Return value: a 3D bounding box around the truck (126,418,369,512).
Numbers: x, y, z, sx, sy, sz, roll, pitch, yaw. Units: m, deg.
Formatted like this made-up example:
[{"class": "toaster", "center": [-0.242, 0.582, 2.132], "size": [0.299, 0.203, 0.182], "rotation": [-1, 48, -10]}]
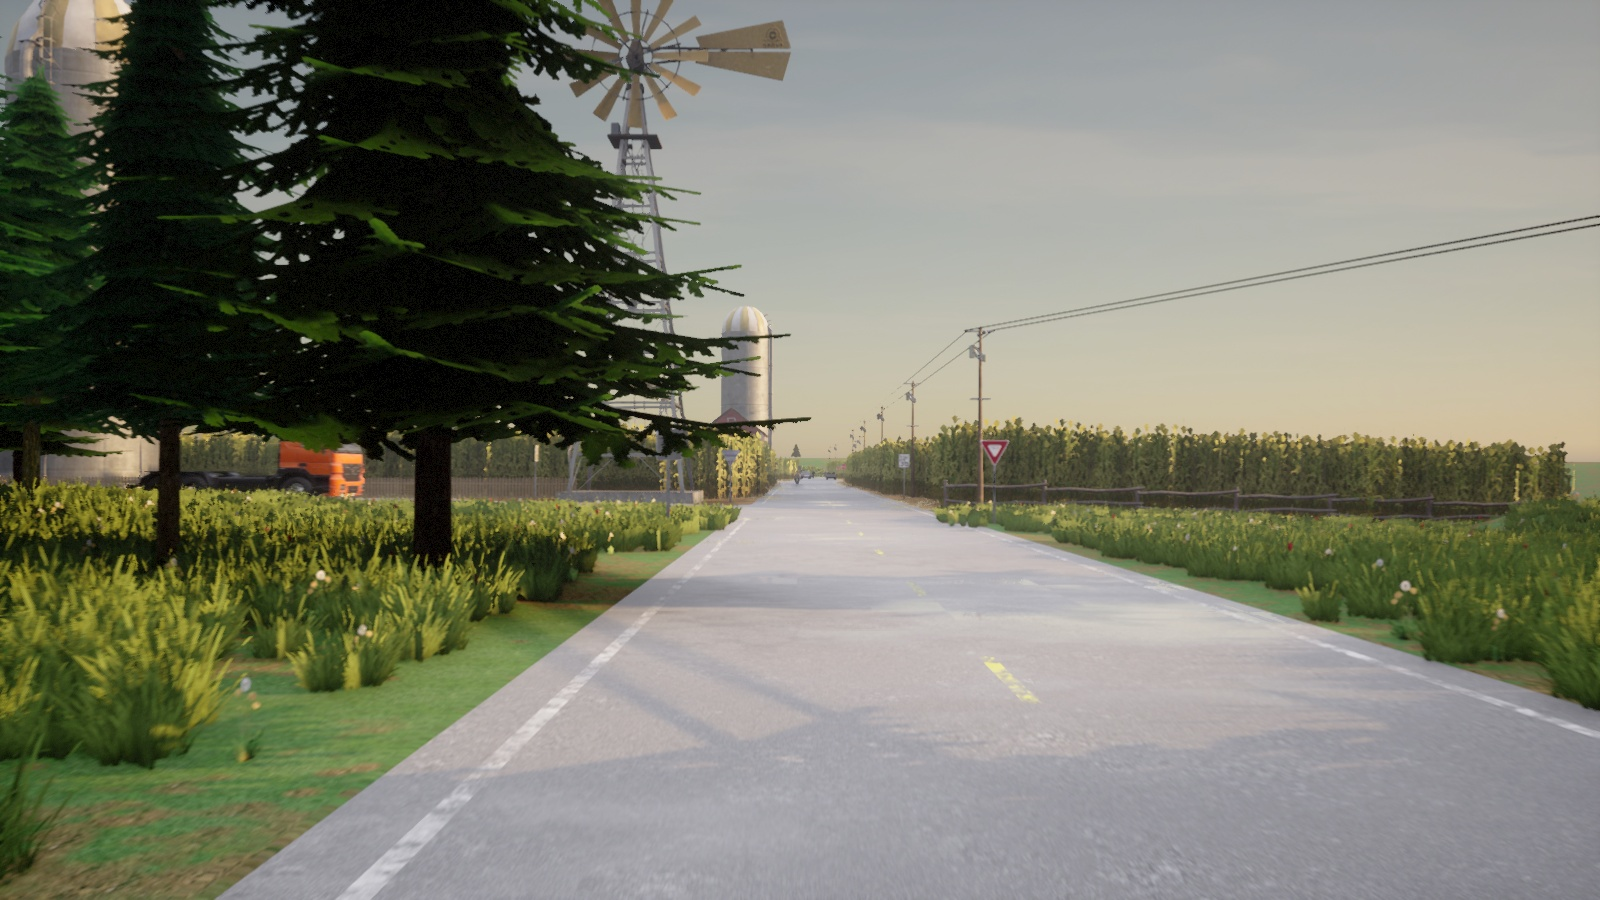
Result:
[{"class": "truck", "center": [-20.890, 0.576, 47.792], "size": [7.936, 3.462, 2.891], "rotation": [0, -1, 0]}]
